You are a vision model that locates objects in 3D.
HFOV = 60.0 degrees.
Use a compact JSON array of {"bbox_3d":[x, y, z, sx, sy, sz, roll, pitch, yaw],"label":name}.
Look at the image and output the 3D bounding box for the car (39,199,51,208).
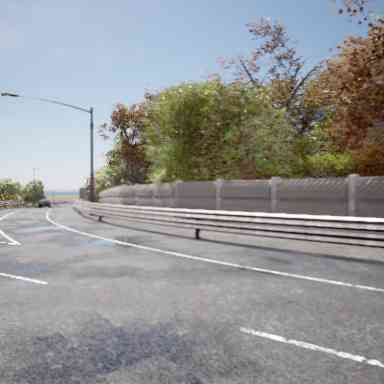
[{"bbox_3d":[-26.538,2.109,60.112,1.837,1.490,4.892,-1,-2,-19],"label":"car"}]
